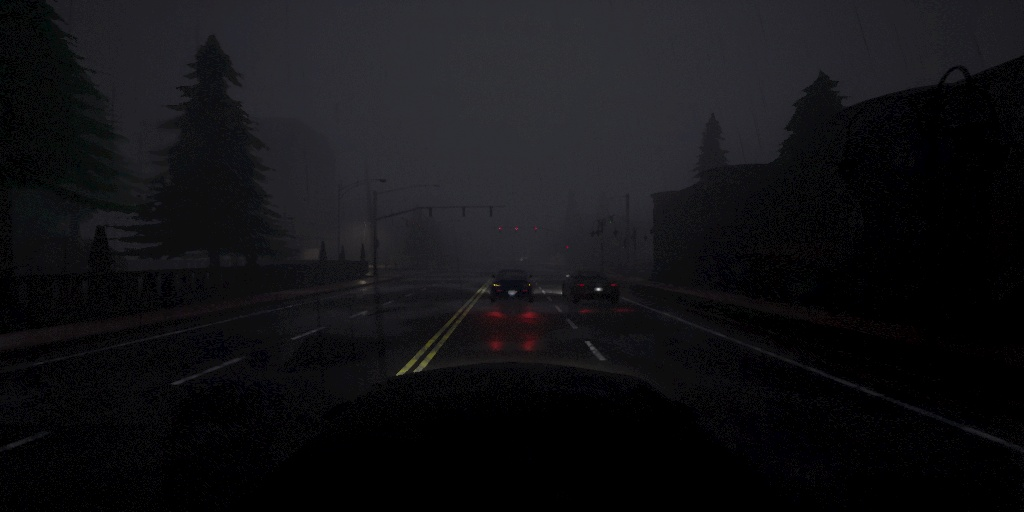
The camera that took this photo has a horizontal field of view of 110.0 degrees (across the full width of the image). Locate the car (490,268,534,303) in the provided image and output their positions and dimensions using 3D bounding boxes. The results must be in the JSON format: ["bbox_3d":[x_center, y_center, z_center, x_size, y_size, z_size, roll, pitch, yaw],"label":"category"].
[{"bbox_3d":[0.000,1.280,16.500,1.812,1.442,4.674,0,0,0],"label":"car"}]

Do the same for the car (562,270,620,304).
[{"bbox_3d":[3.500,1.320,16.500,1.994,1.385,4.181,0,0,0],"label":"car"}]
